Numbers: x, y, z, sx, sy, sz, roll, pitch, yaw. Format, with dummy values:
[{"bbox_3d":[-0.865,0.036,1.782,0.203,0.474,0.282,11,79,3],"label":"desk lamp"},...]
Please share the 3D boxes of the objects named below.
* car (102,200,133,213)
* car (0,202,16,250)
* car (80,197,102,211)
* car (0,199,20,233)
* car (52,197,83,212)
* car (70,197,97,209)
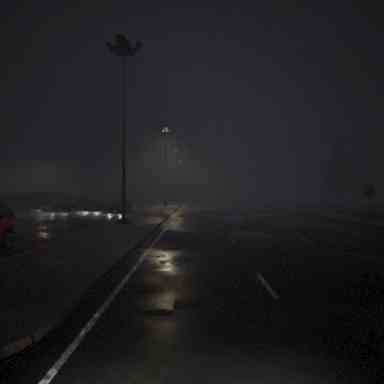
[{"bbox_3d":[-7.779,1.536,36.308,2.033,1.411,5.357,0,0,1],"label":"car"},{"bbox_3d":[-8.029,1.339,11.189,2.097,1.767,4.553,0,0,0],"label":"car"},{"bbox_3d":[-11.228,1.548,39.311,1.994,1.385,4.181,0,0,1],"label":"car"},{"bbox_3d":[-11.471,1.335,17.807,2.097,1.767,4.553,0,0,1],"label":"car"},{"bbox_3d":[-14.729,1.578,39.326,1.895,1.301,4.718,0,0,1],"label":"car"},{"bbox_3d":[-14.690,1.469,45.324,2.128,1.511,4.902,0,0,0],"label":"car"}]
